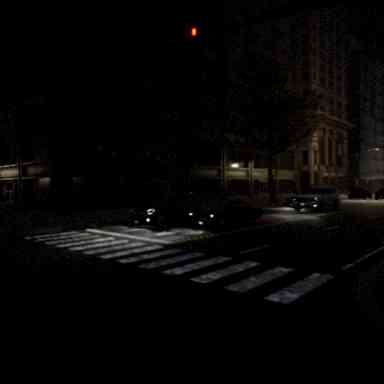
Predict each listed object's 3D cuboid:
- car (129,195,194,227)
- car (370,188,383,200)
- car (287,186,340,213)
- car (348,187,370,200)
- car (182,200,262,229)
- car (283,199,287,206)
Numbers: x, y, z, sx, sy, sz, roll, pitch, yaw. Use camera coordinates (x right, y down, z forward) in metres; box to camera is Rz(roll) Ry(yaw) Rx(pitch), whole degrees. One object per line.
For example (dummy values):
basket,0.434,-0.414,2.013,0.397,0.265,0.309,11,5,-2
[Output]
car,-1.504,0.987,19.694,2.097,1.767,4.553,0,2,43
car,25.249,0.279,43.254,1.837,1.490,4.892,0,1,43
car,10.367,0.519,27.568,2.150,2.045,5.566,0,2,43
car,23.137,0.149,45.745,2.097,1.767,4.553,0,2,43
car,1.928,1.208,18.600,1.895,1.301,4.718,0,2,43
car,11.094,0.721,33.084,2.033,1.411,5.357,0,2,43
